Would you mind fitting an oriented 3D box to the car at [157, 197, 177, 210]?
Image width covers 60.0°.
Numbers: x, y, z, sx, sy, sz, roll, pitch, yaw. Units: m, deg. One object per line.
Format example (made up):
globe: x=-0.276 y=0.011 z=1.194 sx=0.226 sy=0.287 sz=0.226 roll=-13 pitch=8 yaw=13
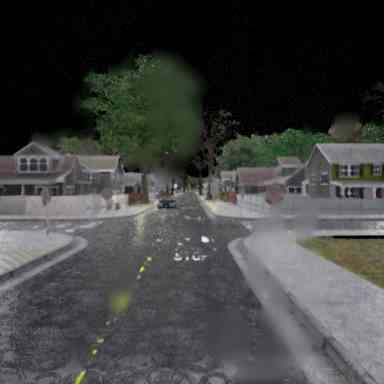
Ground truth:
car: x=-2.759 y=1.287 z=37.422 sx=1.994 sy=1.385 sz=4.181 roll=0 pitch=1 yaw=0
